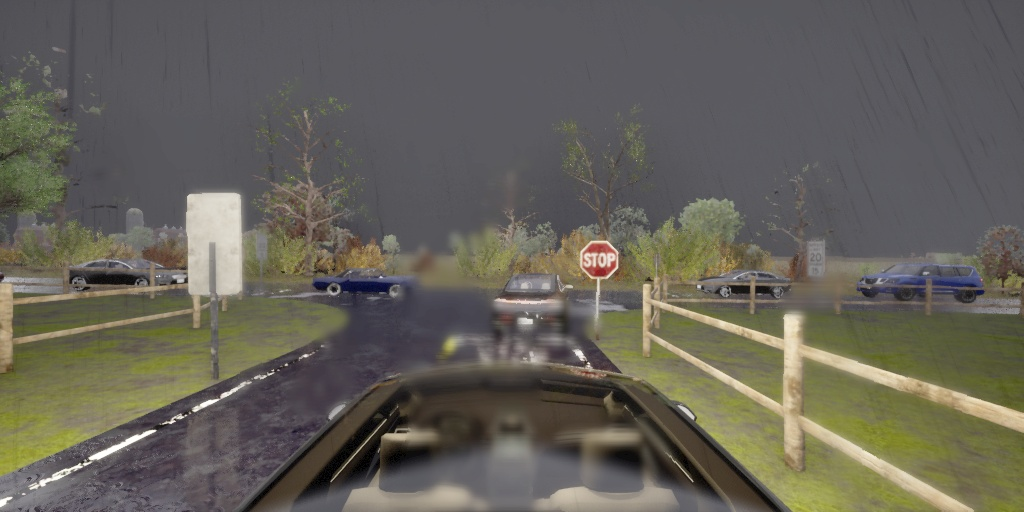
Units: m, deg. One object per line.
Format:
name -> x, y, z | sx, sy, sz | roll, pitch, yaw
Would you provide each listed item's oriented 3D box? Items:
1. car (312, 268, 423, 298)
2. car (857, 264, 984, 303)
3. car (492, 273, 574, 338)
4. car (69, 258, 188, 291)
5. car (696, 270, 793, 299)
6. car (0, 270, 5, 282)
car -> -6.810, 1.249, 17.323 | 4.718, 1.301, 1.895 | 1, 1, 0
car -> 22.914, 1.466, 20.214 | 5.566, 2.045, 2.150 | 1, 1, 0
car -> 0.713, 1.240, 10.285 | 2.128, 1.511, 4.902 | 0, 0, 9
car -> -18.478, 0.885, 17.350 | 4.902, 1.511, 2.128 | 1, 1, 0
car -> 13.018, 1.525, 20.233 | 4.902, 1.511, 2.128 | 1, 1, 0
car -> -27.781, 0.718, 17.365 | 4.674, 1.442, 1.812 | 1, 1, 0
